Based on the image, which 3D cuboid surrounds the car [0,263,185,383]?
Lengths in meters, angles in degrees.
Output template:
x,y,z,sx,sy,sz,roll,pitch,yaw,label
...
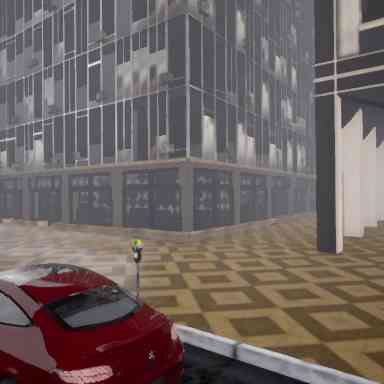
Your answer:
x,y,z,sx,sy,sz,roll,pitch,yaw,label
-2.019,1.581,4.169,4.206,1.307,1.802,0,-1,36,car
